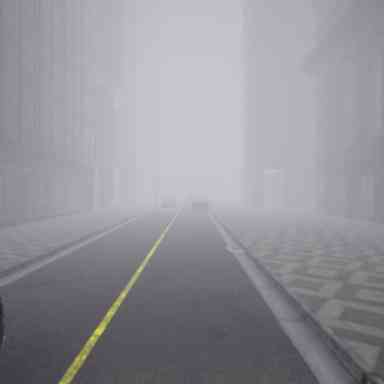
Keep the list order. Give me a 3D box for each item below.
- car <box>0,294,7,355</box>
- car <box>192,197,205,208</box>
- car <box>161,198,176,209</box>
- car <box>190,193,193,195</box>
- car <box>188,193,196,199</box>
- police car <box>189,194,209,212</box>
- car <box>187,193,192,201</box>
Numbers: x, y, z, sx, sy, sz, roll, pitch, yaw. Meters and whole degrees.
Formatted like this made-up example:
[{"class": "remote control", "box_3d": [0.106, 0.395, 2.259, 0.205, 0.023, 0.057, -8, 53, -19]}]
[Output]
[{"class": "car", "box_3d": [-3.099, 1.491, 1.935, 2.128, 1.511, 4.902, 0, 0, 0]}, {"class": "car", "box_3d": [0.905, 1.457, 47.297, 1.812, 1.442, 4.674, 0, 0, 0]}, {"class": "car", "box_3d": [-3.082, 1.484, 45.072, 2.033, 1.411, 5.357, 0, 0, 0]}, {"class": "car", "box_3d": [0.905, 1.421, 53.298, 1.837, 1.490, 4.892, 0, 0, 0]}, {"class": "car", "box_3d": [0.008, 1.124, 88.892, 1.882, 1.535, 5.008, 0, 0, 0]}, {"class": "police car", "box_3d": [0.904, 1.380, 37.406, 1.930, 1.638, 5.238, 0, 0, 0]}, {"class": "car", "box_3d": [0.007, 1.259, 72.362, 1.812, 1.442, 4.674, 0, 0, 0]}]
